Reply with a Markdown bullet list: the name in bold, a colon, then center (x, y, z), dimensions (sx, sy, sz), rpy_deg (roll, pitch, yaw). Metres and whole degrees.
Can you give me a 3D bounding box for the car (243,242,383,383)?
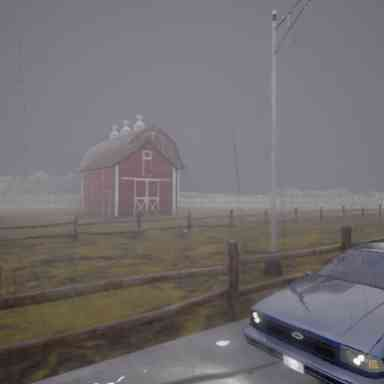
- **car**: center (3.312, 1.572, 5.312), dimensions (5.357, 1.411, 2.033), rpy_deg (0, 0, -36)
